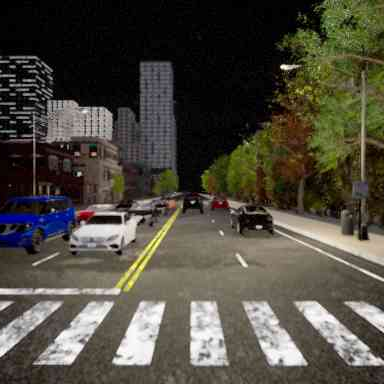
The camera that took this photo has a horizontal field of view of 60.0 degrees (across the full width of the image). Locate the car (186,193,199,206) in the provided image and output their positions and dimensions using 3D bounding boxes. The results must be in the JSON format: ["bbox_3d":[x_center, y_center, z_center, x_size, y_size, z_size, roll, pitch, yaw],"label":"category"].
[{"bbox_3d":[0.076,1.187,55.893,2.150,2.045,5.566,0,0,0],"label":"car"}]

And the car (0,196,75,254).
[{"bbox_3d":[-6.594,1.214,13.766,2.150,2.045,5.566,0,0,0],"label":"car"}]

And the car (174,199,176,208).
[{"bbox_3d":[-3.261,1.329,43.015,2.097,1.767,4.553,0,0,0],"label":"car"}]

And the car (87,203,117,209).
[{"bbox_3d":[-6.575,1.588,23.577,1.895,1.301,4.718,0,0,0],"label":"car"}]

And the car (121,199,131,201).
[{"bbox_3d":[-6.509,1.487,33.945,1.837,1.490,4.892,0,0,0],"label":"car"}]

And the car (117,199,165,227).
[{"bbox_3d":[-3.329,1.480,22.644,2.128,1.511,4.902,0,0,0],"label":"car"}]

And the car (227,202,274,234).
[{"bbox_3d":[3.346,1.495,19.006,1.837,1.490,4.892,0,0,0],"label":"car"}]

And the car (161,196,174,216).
[{"bbox_3d":[-3.257,1.474,32.730,2.128,1.511,4.902,0,0,0],"label":"car"}]

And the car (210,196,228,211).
[{"bbox_3d":[3.341,1.330,41.152,2.097,1.767,4.553,0,0,0],"label":"car"}]

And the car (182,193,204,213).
[{"bbox_3d":[0.093,1.202,36.733,2.150,2.045,5.566,0,0,0],"label":"car"}]

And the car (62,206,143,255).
[{"bbox_3d":[-3.347,1.519,13.422,1.812,1.442,4.674,0,0,0],"label":"car"}]
